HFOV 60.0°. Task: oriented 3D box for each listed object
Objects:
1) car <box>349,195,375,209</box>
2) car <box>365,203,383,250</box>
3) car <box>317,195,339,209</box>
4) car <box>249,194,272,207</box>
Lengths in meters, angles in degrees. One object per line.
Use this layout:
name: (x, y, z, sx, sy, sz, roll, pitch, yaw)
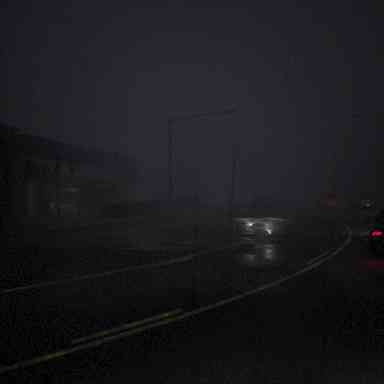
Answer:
car: (18.804, 1.088, 36.784, 1.812, 1.442, 4.674, 0, 0, 14)
car: (7.861, 1.384, 12.782, 2.033, 1.411, 5.357, 0, 1, 30)
car: (15.525, 1.061, 38.104, 1.882, 1.535, 5.008, 0, 0, 14)
car: (6.147, 0.908, 29.635, 1.812, 1.442, 4.674, 0, 0, 14)
